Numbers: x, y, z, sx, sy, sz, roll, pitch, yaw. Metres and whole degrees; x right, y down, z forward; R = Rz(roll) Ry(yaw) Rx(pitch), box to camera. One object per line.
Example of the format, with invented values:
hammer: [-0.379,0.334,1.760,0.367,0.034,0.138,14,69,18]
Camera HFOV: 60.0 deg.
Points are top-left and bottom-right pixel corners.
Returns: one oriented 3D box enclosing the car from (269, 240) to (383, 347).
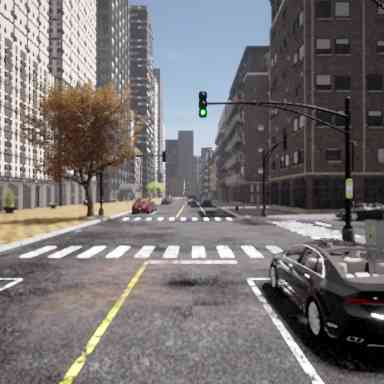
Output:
car: [2.689,1.592,6.375,2.008,1.369,4.403,0,0,0]

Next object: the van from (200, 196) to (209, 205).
van: [2.685,1.846,71.900,1.690,1.788,3.998,0,0,0]

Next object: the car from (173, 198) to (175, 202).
car: [-5.696,1.863,77.422,2.192,1.841,5.009,0,0,0]

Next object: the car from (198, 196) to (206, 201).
car: [2.686,1.989,66.546,1.752,1.417,4.829,0,0,0]

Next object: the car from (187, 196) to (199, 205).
car: [-0.005,2.080,68.529,1.895,1.301,4.718,0,0,0]

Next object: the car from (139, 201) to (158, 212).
car: [-5.694,1.866,44.285,1.947,1.339,4.313,0,0,0]

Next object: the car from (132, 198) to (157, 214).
car: [-5.694,1.576,38.763,2.192,1.841,5.009,0,0,0]

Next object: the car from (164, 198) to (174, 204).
car: [-5.696,2.144,82.944,2.008,1.369,4.403,0,0,0]

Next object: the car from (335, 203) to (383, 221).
car: [13.425,1.510,25.782,4.403,1.369,2.008,-1,0,-1]

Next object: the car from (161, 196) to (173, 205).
car: [-5.696,2.071,71.899,1.947,1.339,4.313,0,0,0]

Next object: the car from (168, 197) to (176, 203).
car: [-5.697,2.234,93.989,2.008,1.369,4.403,0,0,0]

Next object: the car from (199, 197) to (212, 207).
car: [2.686,1.987,60.853,1.947,1.339,4.313,0,0,0]
